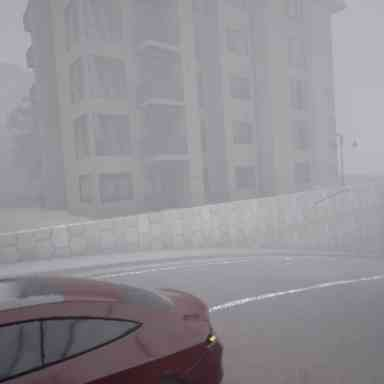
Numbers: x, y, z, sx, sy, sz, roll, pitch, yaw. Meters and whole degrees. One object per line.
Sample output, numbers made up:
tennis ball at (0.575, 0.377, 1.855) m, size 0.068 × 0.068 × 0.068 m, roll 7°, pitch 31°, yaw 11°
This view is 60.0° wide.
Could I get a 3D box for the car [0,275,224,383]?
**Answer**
car at (-1.816, 1.532, 2.668) m, size 4.674 × 1.442 × 1.812 m, roll 0°, pitch 0°, yaw -36°
